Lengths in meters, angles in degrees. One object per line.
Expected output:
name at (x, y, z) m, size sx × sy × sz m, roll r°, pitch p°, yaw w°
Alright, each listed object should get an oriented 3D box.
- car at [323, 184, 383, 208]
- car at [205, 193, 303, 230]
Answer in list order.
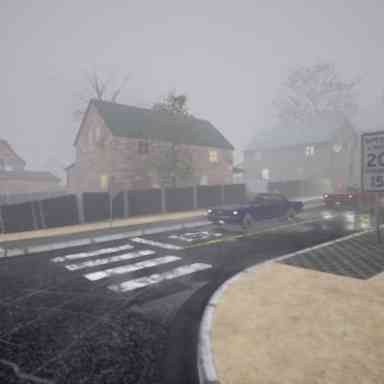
car at (10.185, 0.202, 20.874) m, size 4.718 × 1.301 × 1.895 m, roll -4°, pitch 3°, yaw -40°
car at (2.822, 0.751, 14.673) m, size 4.718 × 1.301 × 1.895 m, roll -4°, pitch 3°, yaw -40°
